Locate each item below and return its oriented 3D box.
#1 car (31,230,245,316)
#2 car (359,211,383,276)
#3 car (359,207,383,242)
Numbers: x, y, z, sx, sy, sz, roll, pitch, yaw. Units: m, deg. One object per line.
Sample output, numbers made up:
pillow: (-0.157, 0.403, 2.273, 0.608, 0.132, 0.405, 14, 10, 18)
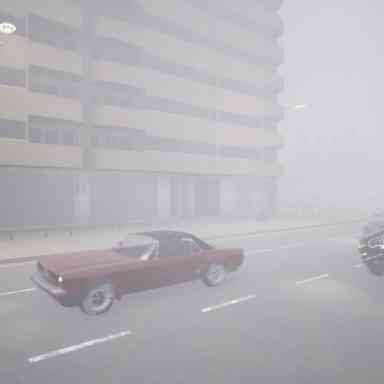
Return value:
car: (-1.035, 1.601, 7.670, 4.718, 1.301, 1.895, 0, 0, -38)
car: (6.476, 1.196, 9.368, 4.892, 1.490, 1.837, 4, -26, -36)
car: (10.415, 1.526, 16.650, 4.674, 1.442, 1.812, 0, 0, -38)
